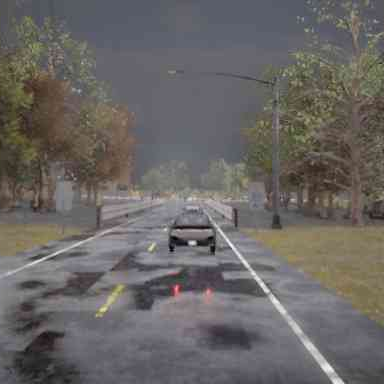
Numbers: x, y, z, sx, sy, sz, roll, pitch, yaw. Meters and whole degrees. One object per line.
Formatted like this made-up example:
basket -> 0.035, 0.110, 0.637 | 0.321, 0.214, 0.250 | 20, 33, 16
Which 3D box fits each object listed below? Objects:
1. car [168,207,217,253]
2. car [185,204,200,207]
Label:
car -> 0.022, 1.627, 14.290 | 2.128, 1.511, 4.902 | 0, 0, 0
car -> 0.043, 1.801, 29.382 | 1.812, 1.442, 4.674 | 0, 0, 0
